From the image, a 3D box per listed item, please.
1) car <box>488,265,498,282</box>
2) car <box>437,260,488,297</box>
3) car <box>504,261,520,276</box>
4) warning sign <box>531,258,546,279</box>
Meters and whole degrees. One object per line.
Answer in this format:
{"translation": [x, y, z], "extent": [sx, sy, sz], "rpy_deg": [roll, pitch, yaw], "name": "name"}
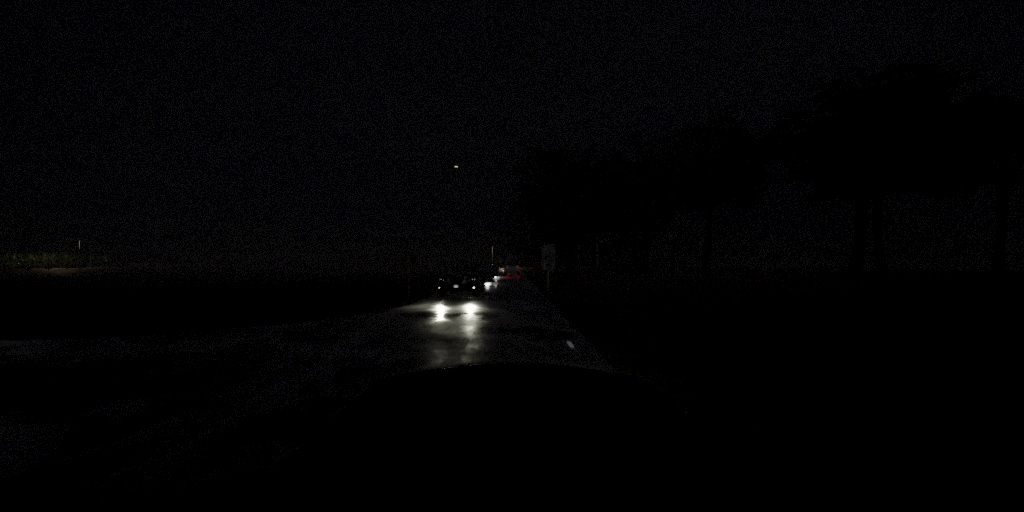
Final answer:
{"translation": [-2.836, 1.804, 35.905], "extent": [2.033, 1.411, 5.357], "rpy_deg": [0, -1, 0], "name": "car"}
{"translation": [-2.858, 1.247, 21.267], "extent": [2.150, 2.045, 5.566], "rpy_deg": [0, -1, 1], "name": "car"}
{"translation": [0.014, 1.771, 52.033], "extent": [2.150, 2.045, 5.566], "rpy_deg": [0, -1, 0], "name": "car"}
{"translation": [2.460, 1.374, 36.156], "extent": [1.300, 1.860, 1.060], "rpy_deg": [0, 0, 0], "name": "warning sign"}
